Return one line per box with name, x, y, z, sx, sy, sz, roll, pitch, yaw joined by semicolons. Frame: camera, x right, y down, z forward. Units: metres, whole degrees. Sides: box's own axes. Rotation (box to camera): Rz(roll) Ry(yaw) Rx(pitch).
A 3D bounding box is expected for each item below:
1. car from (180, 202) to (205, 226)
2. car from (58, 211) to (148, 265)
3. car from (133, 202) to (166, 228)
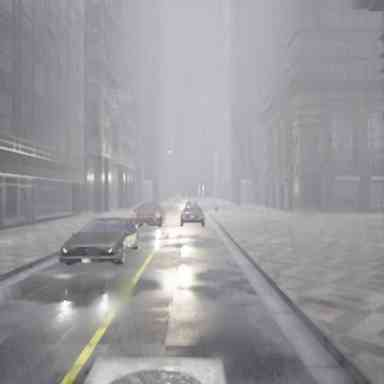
car;0.042;1.765;25.327;2.033;1.411;5.357;0;0;0
car;-3.106;1.659;12.421;2.033;1.411;5.357;0;0;0
car;-3.047;1.558;23.973;2.097;1.767;4.553;0;0;0
